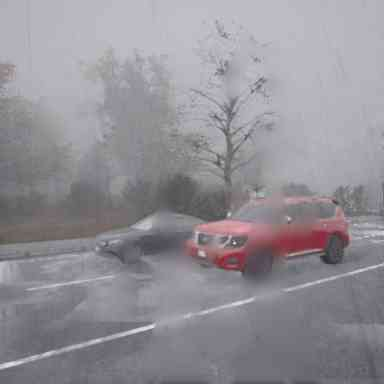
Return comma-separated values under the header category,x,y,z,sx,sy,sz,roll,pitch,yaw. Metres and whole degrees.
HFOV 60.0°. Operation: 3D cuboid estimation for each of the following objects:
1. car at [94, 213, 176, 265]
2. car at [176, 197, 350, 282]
category,x,y,z,sx,sy,sz,roll,pitch,yaw
car,-1.085,1.514,11.810,4.674,1.442,1.812,0,0,-35
car,2.513,1.206,10.075,5.566,2.045,2.150,0,0,-35
